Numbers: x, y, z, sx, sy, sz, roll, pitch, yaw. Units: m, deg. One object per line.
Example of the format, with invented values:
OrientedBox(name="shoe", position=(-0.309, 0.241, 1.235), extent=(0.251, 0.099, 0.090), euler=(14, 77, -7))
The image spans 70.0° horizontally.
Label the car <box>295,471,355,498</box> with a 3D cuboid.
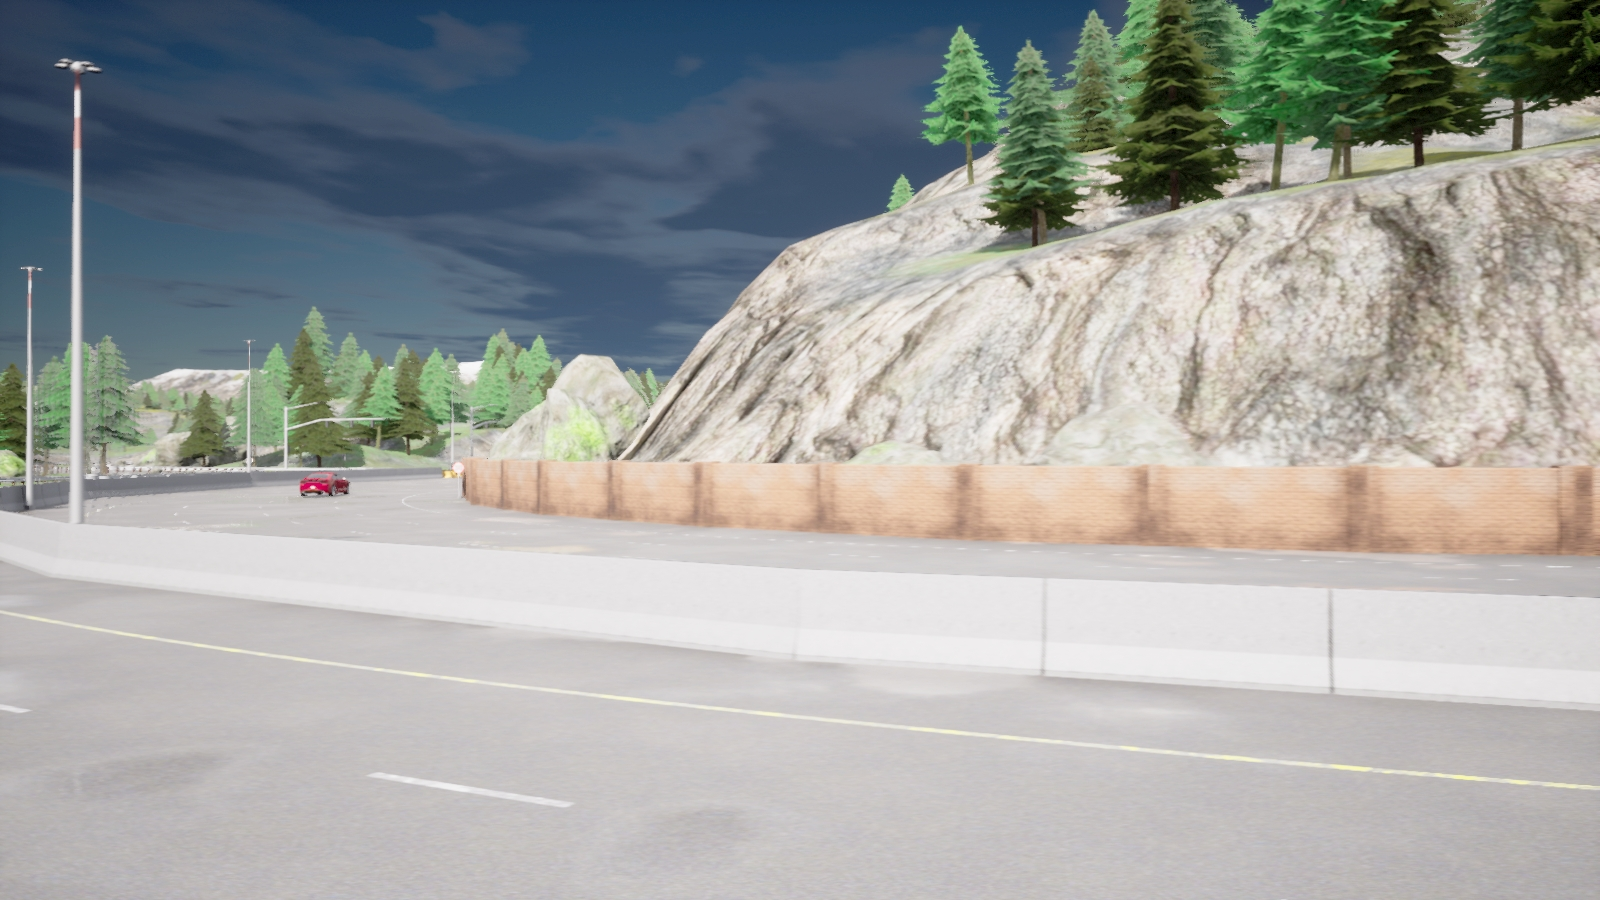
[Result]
OrientedBox(name="car", position=(-30.121, 2.160, 72.548), extent=(2.097, 1.535, 5.006), euler=(0, 0, -5))
